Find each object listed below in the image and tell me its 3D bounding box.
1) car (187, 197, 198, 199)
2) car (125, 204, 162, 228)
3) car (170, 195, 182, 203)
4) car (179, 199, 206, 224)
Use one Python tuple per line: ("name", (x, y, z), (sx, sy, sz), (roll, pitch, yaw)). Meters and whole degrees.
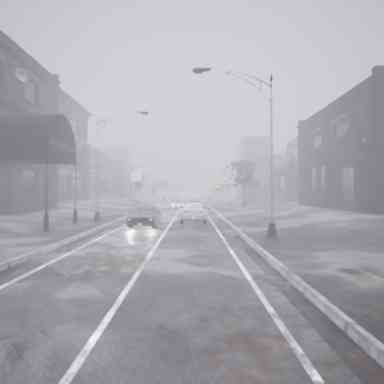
("car", (0.086, 1.430, 42.898), (2.163, 1.488, 4.792), (0, 0, 0))
("car", (-3.105, 1.539, 22.447), (2.033, 1.411, 5.357), (0, 0, 0))
("car", (-3.040, 1.375, 64.325), (2.128, 1.511, 4.902), (0, 0, 1))
("car", (0.092, 1.510, 24.809), (1.812, 1.442, 4.674), (0, 0, 0))
